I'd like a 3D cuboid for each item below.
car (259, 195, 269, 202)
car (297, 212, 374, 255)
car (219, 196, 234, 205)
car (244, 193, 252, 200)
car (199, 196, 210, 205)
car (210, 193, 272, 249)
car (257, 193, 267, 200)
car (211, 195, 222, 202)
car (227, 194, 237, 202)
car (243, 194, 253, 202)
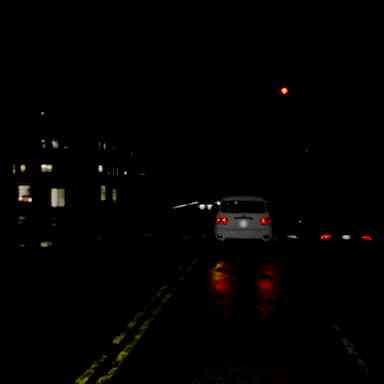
[{"bbox_3d":[15.020,1.306,69.481,1.895,1.301,4.718,0,0,10],"label":"car"},{"bbox_3d":[5.411,1.499,13.167,2.033,1.411,5.357,0,0,10],"label":"car"},{"bbox_3d":[5.601,1.341,53.469,1.994,1.385,4.181,0,0,10],"label":"car"},{"bbox_3d":[13.504,0.979,79.857,1.882,1.535,5.008,0,0,10],"label":"car"},{"bbox_3d":[2.391,1.335,53.978,1.994,1.385,4.181,0,0,10],"label":"car"},{"bbox_3d":[2.084,1.164,14.369,2.150,2.045,5.566,0,0,6],"label":"car"},{"bbox_3d":[16.707,1.033,79.308,2.128,1.511,4.902,0,0,10],"label":"car"},{"bbox_3d":[5.060,1.302,69.070,1.895,1.301,4.718,0,0,10],"label":"car"},{"bbox_3d":[8.279,1.191,68.619,1.882,1.535,5.008,0,0,10],"label":"car"},{"bbox_3d":[11.741,1.205,69.590,1.837,1.490,4.892,0,0,10],"label":"car"}]
